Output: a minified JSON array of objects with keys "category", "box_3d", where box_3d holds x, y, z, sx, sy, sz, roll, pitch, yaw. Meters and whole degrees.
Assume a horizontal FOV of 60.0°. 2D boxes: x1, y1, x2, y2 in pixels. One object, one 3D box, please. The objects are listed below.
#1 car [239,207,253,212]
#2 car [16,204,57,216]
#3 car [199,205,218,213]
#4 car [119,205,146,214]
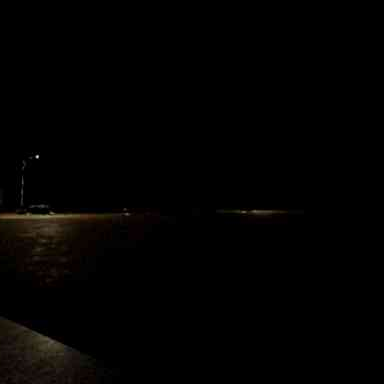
[{"category":"car","box_3d":[13.766,4.372,84.236,1.895,1.301,4.718,-1,-3,35]},{"category":"car","box_3d":[-19.642,2.247,42.226,1.882,1.535,5.008,-1,-2,35]},{"category":"car","box_3d":[3.510,3.443,69.836,2.097,1.767,4.553,-1,-3,35]},{"category":"car","box_3d":[-9.930,2.862,55.842,1.882,1.535,5.008,-1,-2,36]}]
